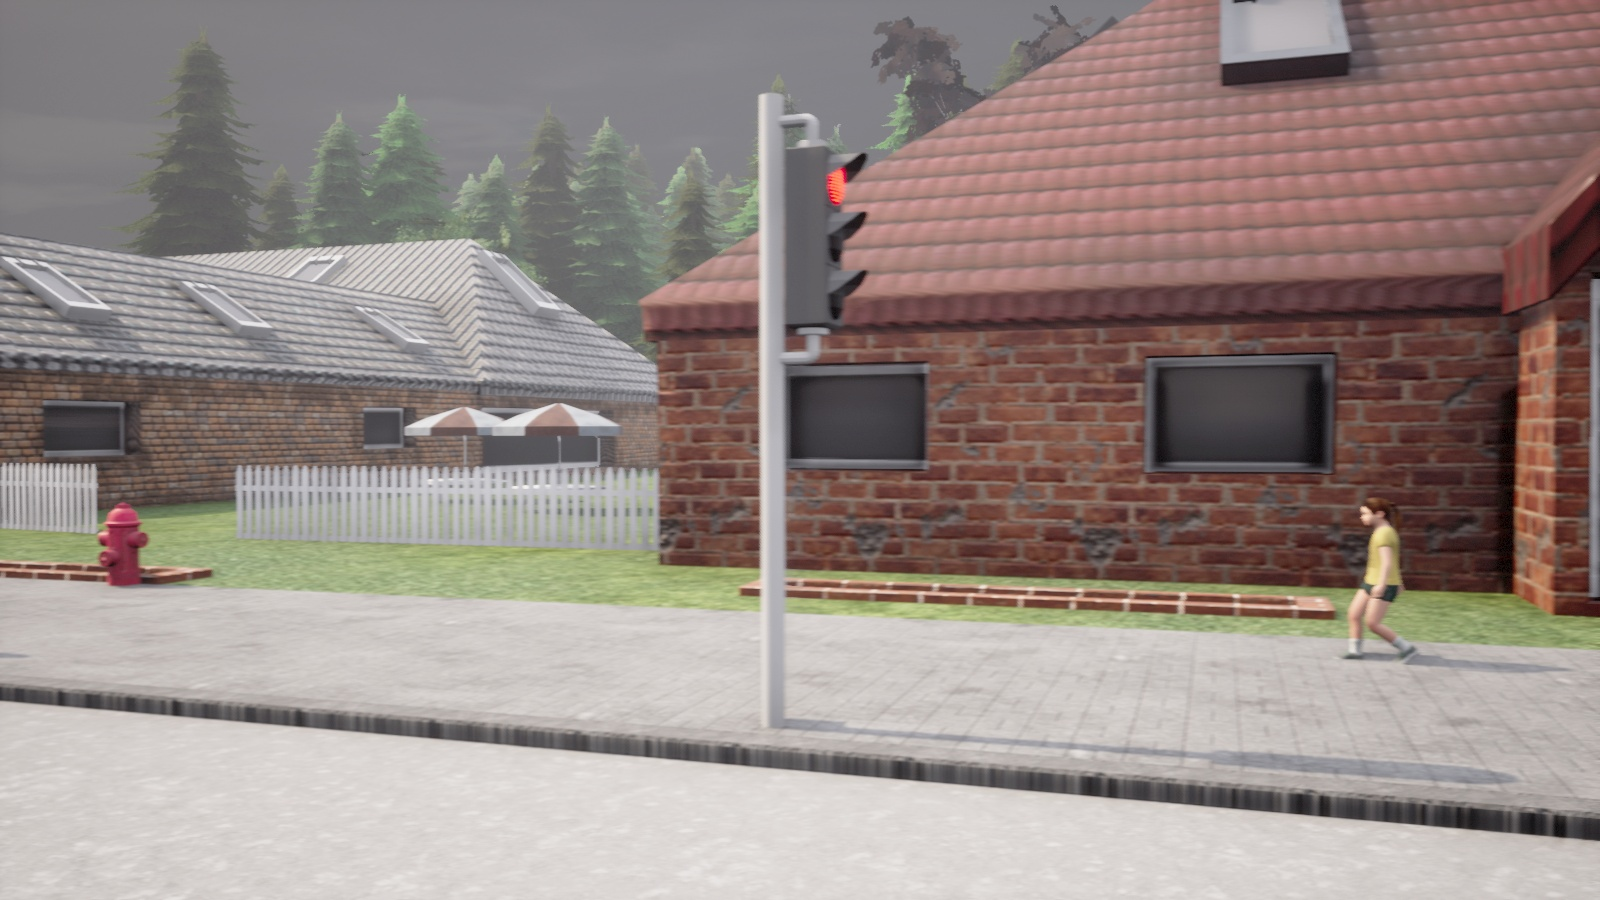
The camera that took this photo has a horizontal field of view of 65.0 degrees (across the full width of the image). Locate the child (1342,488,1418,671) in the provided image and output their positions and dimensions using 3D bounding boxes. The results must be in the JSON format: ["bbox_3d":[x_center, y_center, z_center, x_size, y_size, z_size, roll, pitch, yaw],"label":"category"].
[{"bbox_3d":[3.643,0.803,7.901,0.394,1.110,0.255,1,1,19],"label":"child"}]
